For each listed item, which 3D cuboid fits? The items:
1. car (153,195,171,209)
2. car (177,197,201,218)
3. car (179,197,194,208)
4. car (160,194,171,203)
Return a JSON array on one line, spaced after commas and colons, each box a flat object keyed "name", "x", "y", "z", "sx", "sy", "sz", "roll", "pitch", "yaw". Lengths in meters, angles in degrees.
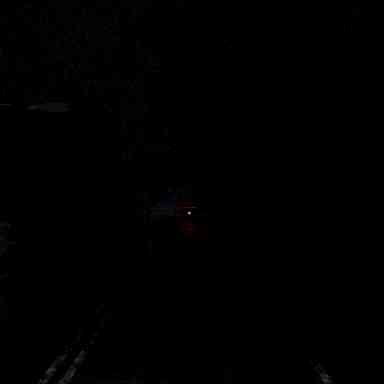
[{"name": "car", "x": -4.155, "y": 1.487, "z": 44.046, "sx": 1.895, "sy": 1.301, "sz": 4.718, "roll": 0, "pitch": 0, "yaw": -2}, {"name": "car", "x": -0.284, "y": 1.465, "z": 29.760, "sx": 1.837, "sy": 1.490, "sz": 4.892, "roll": 0, "pitch": 0, "yaw": -1}, {"name": "car", "x": -0.838, "y": 1.424, "z": 47.275, "sx": 1.994, "sy": 1.385, "sz": 4.181, "roll": 0, "pitch": 1, "yaw": -2}, {"name": "car", "x": -4.779, "y": 1.224, "z": 60.274, "sx": 1.812, "sy": 1.442, "sz": 4.674, "roll": 0, "pitch": 1, "yaw": -2}]
